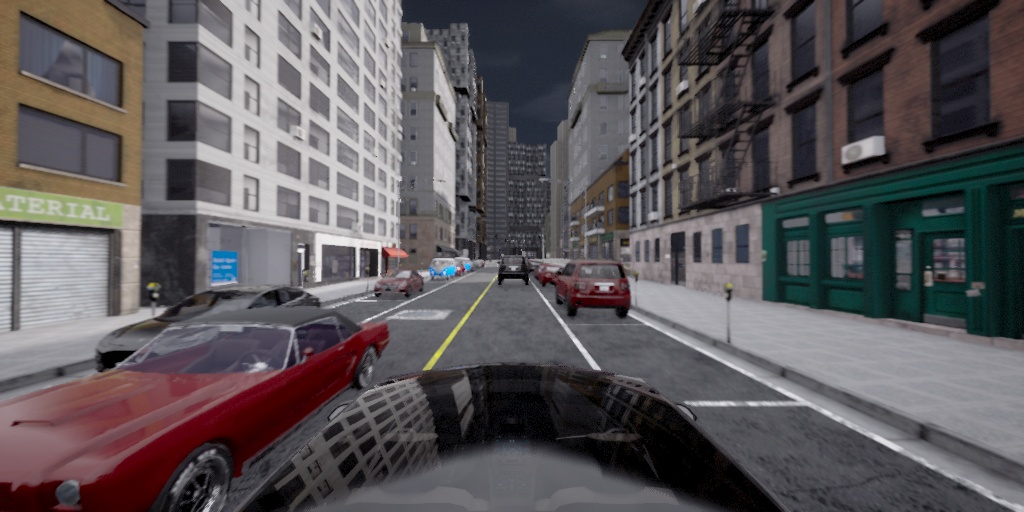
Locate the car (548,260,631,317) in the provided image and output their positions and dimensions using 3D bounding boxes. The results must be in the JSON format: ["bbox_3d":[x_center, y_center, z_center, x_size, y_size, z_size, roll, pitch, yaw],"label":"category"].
[{"bbox_3d":[2.764,1.064,13.159,2.192,1.841,5.009,0,0,0],"label":"car"}]

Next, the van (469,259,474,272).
[{"bbox_3d":[-5.762,1.080,41.207,1.690,1.789,3.998,0,0,0],"label":"van"}]

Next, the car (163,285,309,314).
[{"bbox_3d":[-5.762,1.315,7.550,1.948,1.339,4.313,0,0,0],"label":"car"}]

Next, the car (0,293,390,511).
[{"bbox_3d":[-3.074,1.351,4.058,1.895,1.301,4.718,0,0,0],"label":"car"}]

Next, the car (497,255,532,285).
[{"bbox_3d":[0.099,0.967,26.392,2.150,2.045,5.566,0,0,0],"label":"car"}]

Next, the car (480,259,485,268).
[{"bbox_3d":[-5.762,1.277,58.035,2.007,1.370,4.403,0,0,0],"label":"car"}]

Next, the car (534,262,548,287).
[{"bbox_3d":[2.764,1.292,24.377,1.888,1.381,4.507,0,0,0],"label":"car"}]

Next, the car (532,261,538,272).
[{"bbox_3d":[2.764,1.327,29.987,1.802,1.307,4.207,0,0,0],"label":"car"}]

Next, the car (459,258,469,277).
[{"bbox_3d":[-5.762,1.182,35.598,1.967,1.591,4.097,0,0,0],"label":"car"}]

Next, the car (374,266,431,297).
[{"bbox_3d":[-5.762,1.330,18.768,1.802,1.307,4.207,0,0,0],"label":"car"}]

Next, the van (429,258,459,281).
[{"bbox_3d":[-5.762,1.085,29.988,1.690,1.789,3.998,0,0,0],"label":"van"}]

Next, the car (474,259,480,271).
[{"bbox_3d":[-5.762,1.286,46.816,2.007,1.370,4.403,0,0,0],"label":"car"}]
